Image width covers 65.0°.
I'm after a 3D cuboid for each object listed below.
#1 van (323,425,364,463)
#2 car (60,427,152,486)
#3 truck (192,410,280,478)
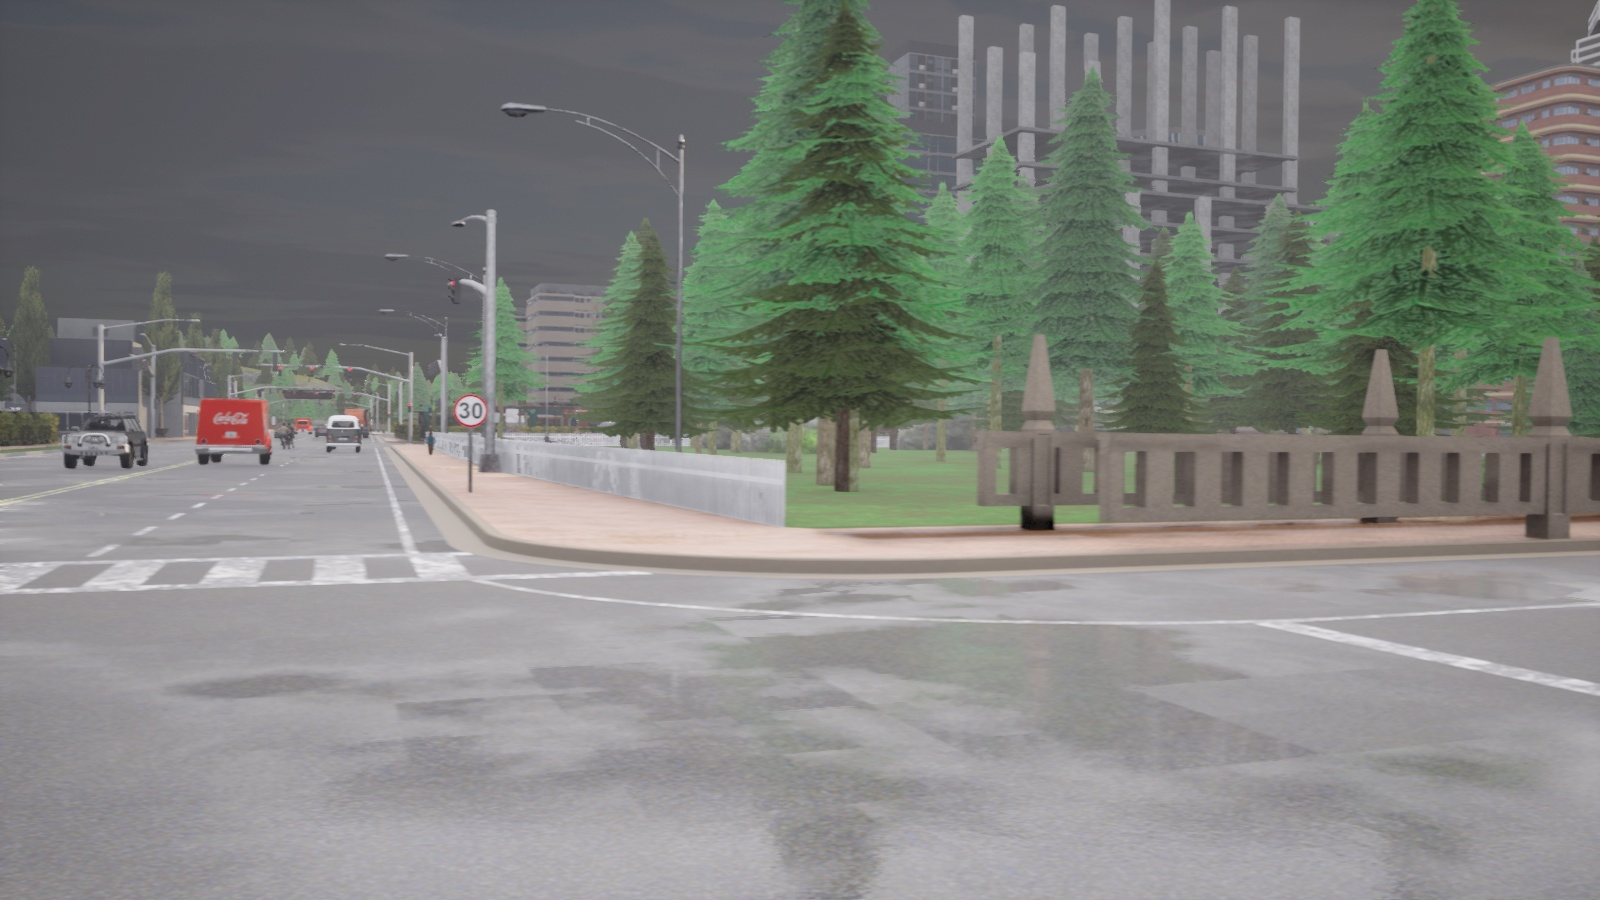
[{"bbox_3d":[-25.336,-0.340,69.800,2.069,2.038,4.480,-1,1,-19],"label":"van"},{"bbox_3d":[-23.205,0.180,42.160,1.932,1.855,4.605,-1,1,-19],"label":"car"},{"bbox_3d":[-21.777,-0.246,48.739,2.627,2.467,5.204,-1,1,-19],"label":"truck"}]
